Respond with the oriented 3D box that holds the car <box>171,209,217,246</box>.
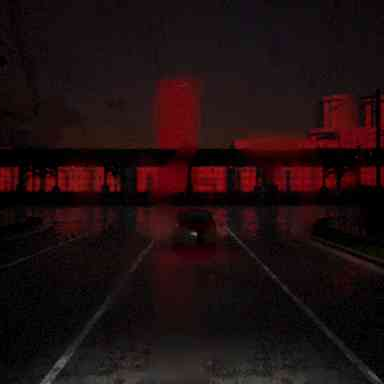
[{"bbox_3d":[0.092,1.509,15.446,1.882,1.535,5.008,0,0,0],"label":"car"}]
